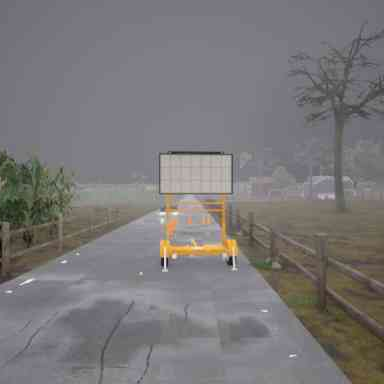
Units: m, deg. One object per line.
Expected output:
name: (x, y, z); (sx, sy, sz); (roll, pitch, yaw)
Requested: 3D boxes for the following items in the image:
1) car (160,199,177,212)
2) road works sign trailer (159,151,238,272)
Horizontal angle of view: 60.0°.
car: (-2.734, 1.607, 39.915); (1.837, 1.490, 4.892); (0, 0, 0)
road works sign trailer: (0.115, 0.476, 10.936); (2.380, 3.560, 2.880); (0, 0, -5)
